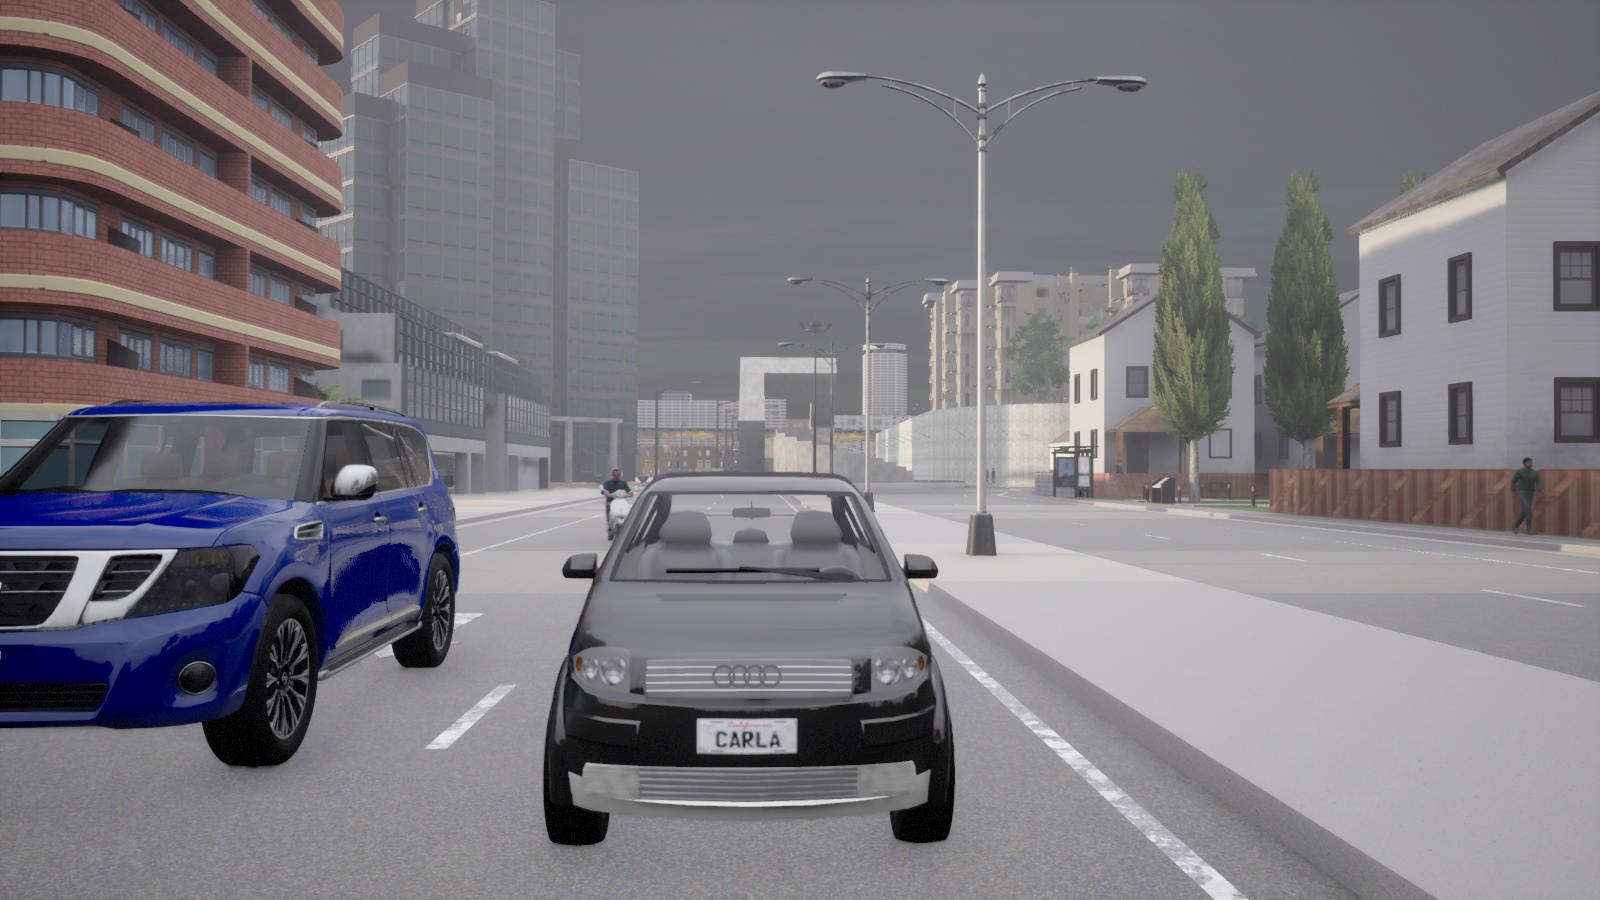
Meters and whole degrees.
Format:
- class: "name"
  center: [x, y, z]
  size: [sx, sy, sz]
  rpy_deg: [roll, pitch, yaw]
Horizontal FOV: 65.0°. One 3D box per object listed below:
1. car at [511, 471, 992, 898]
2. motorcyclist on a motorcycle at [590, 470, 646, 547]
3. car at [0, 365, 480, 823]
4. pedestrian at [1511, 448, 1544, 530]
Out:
- class: "car"
  center: [-0.248, 0.899, 6.547]
  size: [1.789, 1.549, 3.705]
  rpy_deg: [0, -1, -2]
- class: "motorcyclist on a motorcycle"
  center: [-3.929, 1.236, 26.981]
  size: [0.866, 1.590, 1.817]
  rpy_deg: [0, -1, -18]
- class: "car"
  center: [-3.823, 0.690, 8.402]
  size: [2.150, 2.045, 5.566]
  rpy_deg: [0, -1, -2]
- class: "pedestrian"
  center: [16.554, 0.882, 28.567]
  size: [0.353, 1.847, 0.614]
  rpy_deg: [0, -1, -2]
